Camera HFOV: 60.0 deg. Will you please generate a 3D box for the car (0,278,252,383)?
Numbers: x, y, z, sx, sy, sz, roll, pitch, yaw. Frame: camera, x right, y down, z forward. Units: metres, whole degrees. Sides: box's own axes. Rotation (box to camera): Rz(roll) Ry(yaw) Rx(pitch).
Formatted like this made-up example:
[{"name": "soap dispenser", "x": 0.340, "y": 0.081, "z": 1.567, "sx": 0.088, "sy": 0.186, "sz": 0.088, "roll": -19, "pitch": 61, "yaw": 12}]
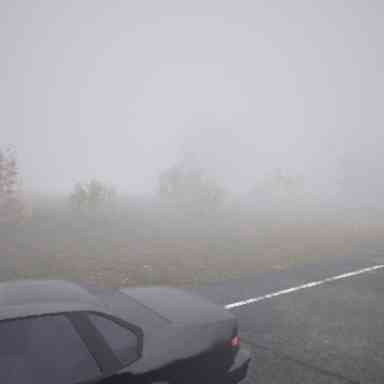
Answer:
[{"name": "car", "x": -1.947, "y": 1.547, "z": 2.603, "sx": 5.357, "sy": 1.411, "sz": 2.033, "roll": 0, "pitch": 0, "yaw": -36}]
